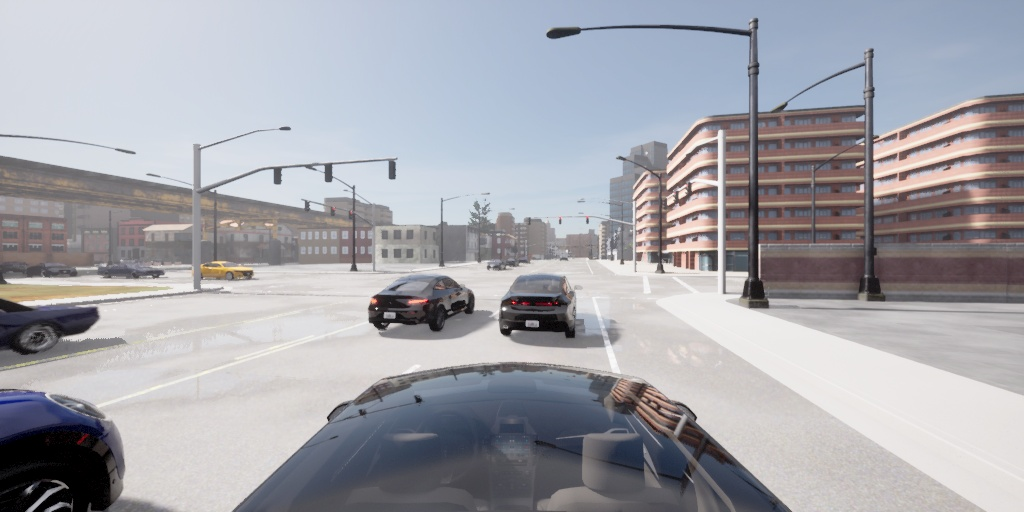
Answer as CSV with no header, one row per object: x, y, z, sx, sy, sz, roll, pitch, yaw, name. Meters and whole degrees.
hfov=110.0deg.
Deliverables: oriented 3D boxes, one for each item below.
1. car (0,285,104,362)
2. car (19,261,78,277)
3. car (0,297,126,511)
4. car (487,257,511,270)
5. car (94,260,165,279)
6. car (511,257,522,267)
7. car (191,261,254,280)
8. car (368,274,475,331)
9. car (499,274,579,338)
-10.691,1.350,6.068,1.895,1.301,4.718,0,0,9,car
-43.986,1.310,34.241,4.181,1.385,1.994,0,0,15,car
-4.028,1.102,0.773,2.097,1.767,4.553,0,0,4,car
-2.047,1.101,48.090,2.128,1.511,4.902,0,1,11,car
-34.267,1.294,32.211,5.357,1.411,2.033,0,0,9,car
-0.104,0.938,58.126,1.882,1.535,5.008,0,1,11,car
-24.608,1.224,30.581,5.008,1.535,1.882,0,0,10,car
-2.540,1.275,10.953,1.812,1.442,4.674,0,0,11,car
0.906,1.254,10.314,1.837,1.490,4.892,0,0,11,car
